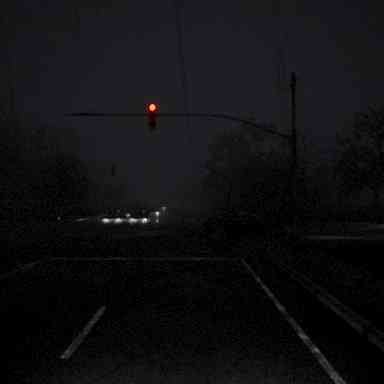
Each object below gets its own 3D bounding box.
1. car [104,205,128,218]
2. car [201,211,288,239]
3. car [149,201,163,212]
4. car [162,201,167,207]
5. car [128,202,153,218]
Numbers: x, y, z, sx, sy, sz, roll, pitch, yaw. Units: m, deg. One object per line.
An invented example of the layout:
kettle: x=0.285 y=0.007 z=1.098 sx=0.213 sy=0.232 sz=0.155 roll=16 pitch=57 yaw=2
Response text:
car: x=-10.532 y=2.648 z=45.693 sx=2.097 sy=1.767 sz=4.553 roll=0 pitch=-1 yaw=0
car: x=2.999 y=1.867 z=19.251 sx=4.902 sy=1.511 sz=2.128 roll=0 pitch=-2 yaw=1
car: x=-6.976 y=2.968 z=61.676 sx=1.812 sy=1.442 sz=4.674 roll=0 pitch=0 yaw=1
car: x=-6.903 y=2.798 z=77.203 sx=2.033 sy=1.411 sz=5.357 roll=0 pitch=1 yaw=0
car: x=-7.033 y=2.648 z=45.694 sx=2.097 sy=1.767 sz=4.553 roll=0 pitch=-1 yaw=0
